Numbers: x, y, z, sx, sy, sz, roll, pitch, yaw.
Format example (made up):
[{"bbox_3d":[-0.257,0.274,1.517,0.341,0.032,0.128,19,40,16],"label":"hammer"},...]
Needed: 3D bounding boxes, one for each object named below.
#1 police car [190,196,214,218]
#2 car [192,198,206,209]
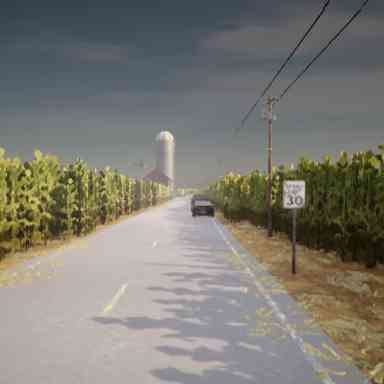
[{"bbox_3d":[0.960,1.440,30.405,1.930,1.638,5.238,0,0,0],"label":"police car"},{"bbox_3d":[0.960,1.563,46.295,1.812,1.442,4.674,0,0,0],"label":"car"}]
